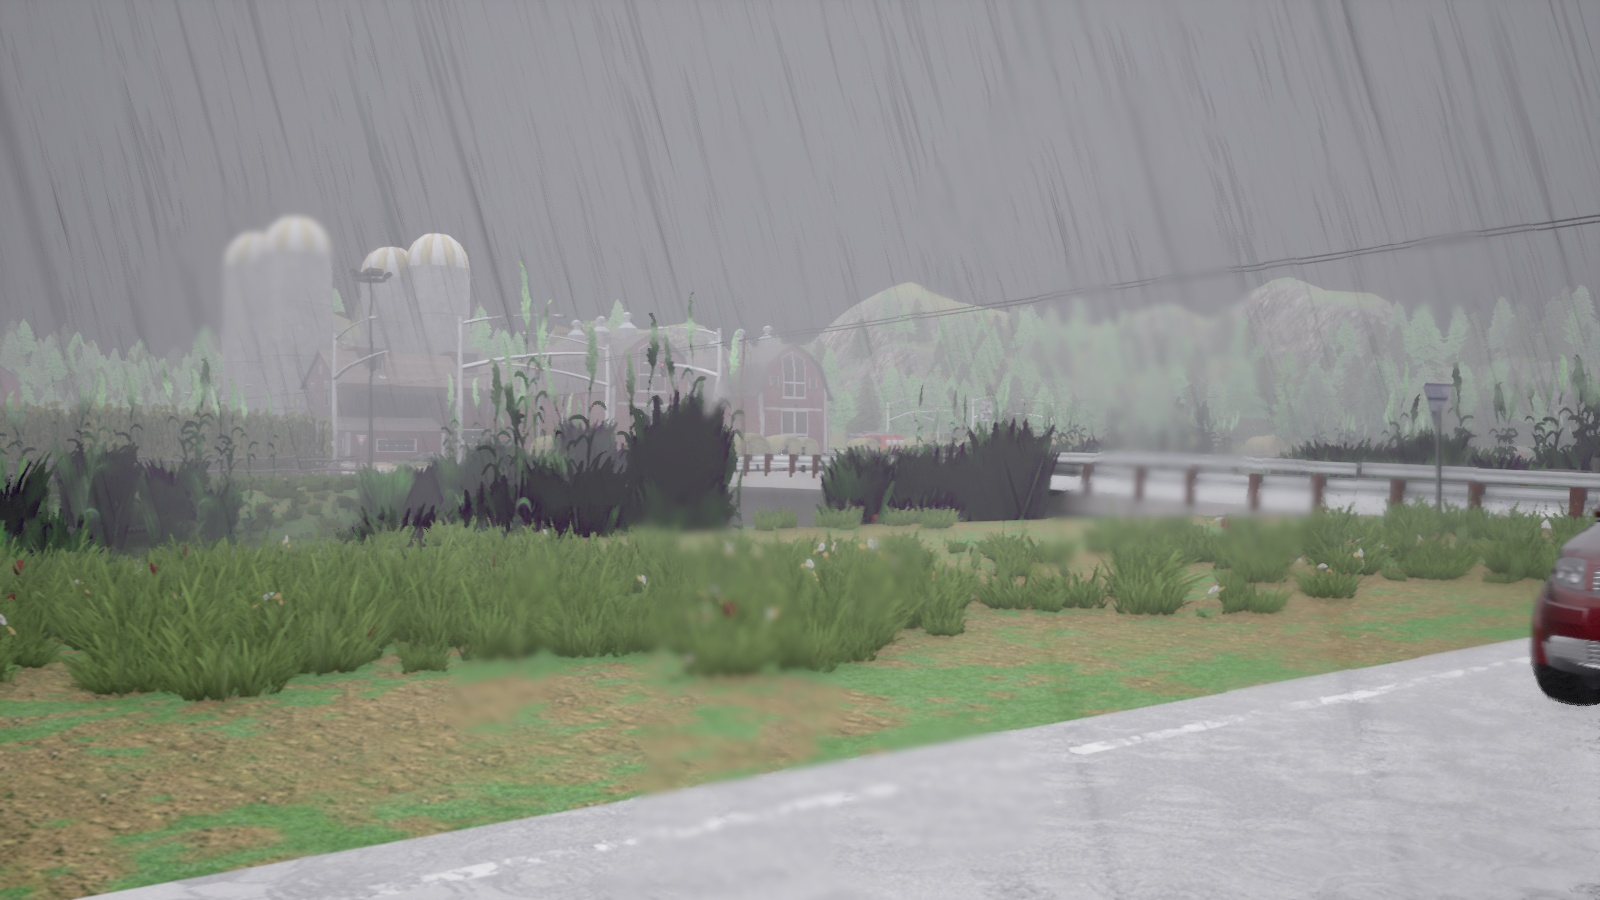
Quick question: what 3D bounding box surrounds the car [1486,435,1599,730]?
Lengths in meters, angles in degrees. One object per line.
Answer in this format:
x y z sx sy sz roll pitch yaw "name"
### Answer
5.903 0.685 7.394 3.705 1.549 1.789 0 0 -35 "car"
